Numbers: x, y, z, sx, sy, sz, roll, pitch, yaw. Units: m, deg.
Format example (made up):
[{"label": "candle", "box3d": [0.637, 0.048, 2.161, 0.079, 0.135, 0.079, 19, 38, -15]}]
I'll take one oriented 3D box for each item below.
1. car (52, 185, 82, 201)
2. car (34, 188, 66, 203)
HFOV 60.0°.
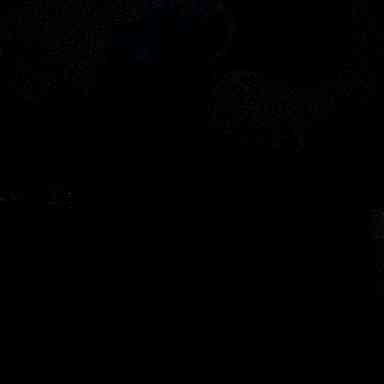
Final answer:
[{"label": "car", "box3d": [-17.985, 0.072, 47.320, 5.566, 2.045, 2.150, 3, 3, 39]}, {"label": "car", "box3d": [-18.877, 0.587, 43.557, 4.181, 1.385, 1.994, 3, 4, 39]}]
